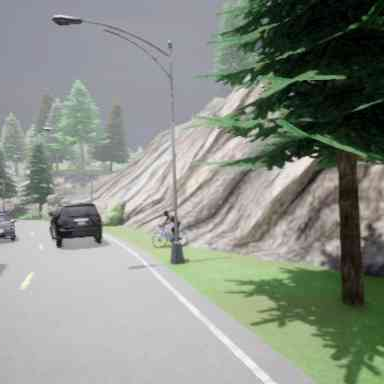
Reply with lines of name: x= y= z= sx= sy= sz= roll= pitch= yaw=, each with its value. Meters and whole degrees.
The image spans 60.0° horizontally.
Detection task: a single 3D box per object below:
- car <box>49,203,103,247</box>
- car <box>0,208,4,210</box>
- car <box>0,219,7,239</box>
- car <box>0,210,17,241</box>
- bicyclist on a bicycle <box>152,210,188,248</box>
car: x=-6.268 y=1.604 z=17.778 sx=2.150 sy=2.045 sz=5.566 roll=-2 pitch=-1 yaw=-26
car: x=-22.957 y=2.660 z=38.589 sx=4.902 sy=1.511 sz=2.128 roll=-2 pitch=-1 yaw=37
car: x=-6.846 y=1.809 z=9.477 sx=1.882 sy=1.535 sz=5.008 roll=-2 pitch=-1 yaw=-22
car: x=-11.643 y=2.087 z=19.806 sx=2.128 sy=1.511 sz=4.902 roll=-2 pitch=-1 yaw=-31
bicyclist on a bicycle: x=-0.966 y=1.616 z=14.590 sx=1.656 sy=1.620 sz=0.582 roll=-2 pitch=0 yaw=-21
